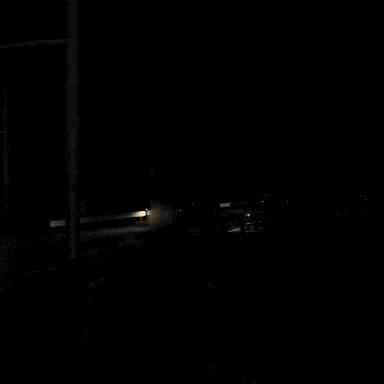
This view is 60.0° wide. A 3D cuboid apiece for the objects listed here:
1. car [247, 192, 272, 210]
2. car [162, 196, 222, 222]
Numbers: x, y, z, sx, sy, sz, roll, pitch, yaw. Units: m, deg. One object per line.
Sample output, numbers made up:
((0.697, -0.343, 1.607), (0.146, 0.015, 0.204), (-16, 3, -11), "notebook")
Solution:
((6.949, 0.779, 30.654), (1.882, 1.535, 5.008), (0, 1, 42), "car")
((0.074, 1.091, 22.957), (2.128, 1.511, 4.902), (0, 3, 41), "car")
